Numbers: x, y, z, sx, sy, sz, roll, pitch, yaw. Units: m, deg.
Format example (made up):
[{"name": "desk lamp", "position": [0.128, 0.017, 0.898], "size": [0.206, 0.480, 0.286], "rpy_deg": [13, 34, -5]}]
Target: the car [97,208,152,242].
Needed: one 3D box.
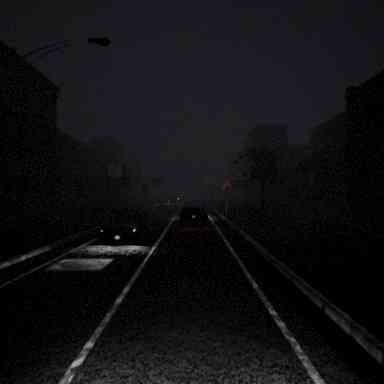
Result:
[{"name": "car", "position": [-3.095, 1.494, 16.442], "size": [2.033, 1.411, 5.357], "rpy_deg": [0, 0, 0]}]

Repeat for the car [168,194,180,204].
[{"name": "car", "position": [-3.041, 1.155, 57.995], "size": [2.097, 1.767, 4.553], "rpy_deg": [0, -1, 1]}]

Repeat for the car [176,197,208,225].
[{"name": "car", "position": [0.104, 1.390, 23.411], "size": [1.882, 1.535, 5.008], "rpy_deg": [0, 0, 0]}]

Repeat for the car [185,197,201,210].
[{"name": "car", "position": [0.097, 1.338, 41.561], "size": [1.812, 1.442, 4.674], "rpy_deg": [0, 1, 0]}]
